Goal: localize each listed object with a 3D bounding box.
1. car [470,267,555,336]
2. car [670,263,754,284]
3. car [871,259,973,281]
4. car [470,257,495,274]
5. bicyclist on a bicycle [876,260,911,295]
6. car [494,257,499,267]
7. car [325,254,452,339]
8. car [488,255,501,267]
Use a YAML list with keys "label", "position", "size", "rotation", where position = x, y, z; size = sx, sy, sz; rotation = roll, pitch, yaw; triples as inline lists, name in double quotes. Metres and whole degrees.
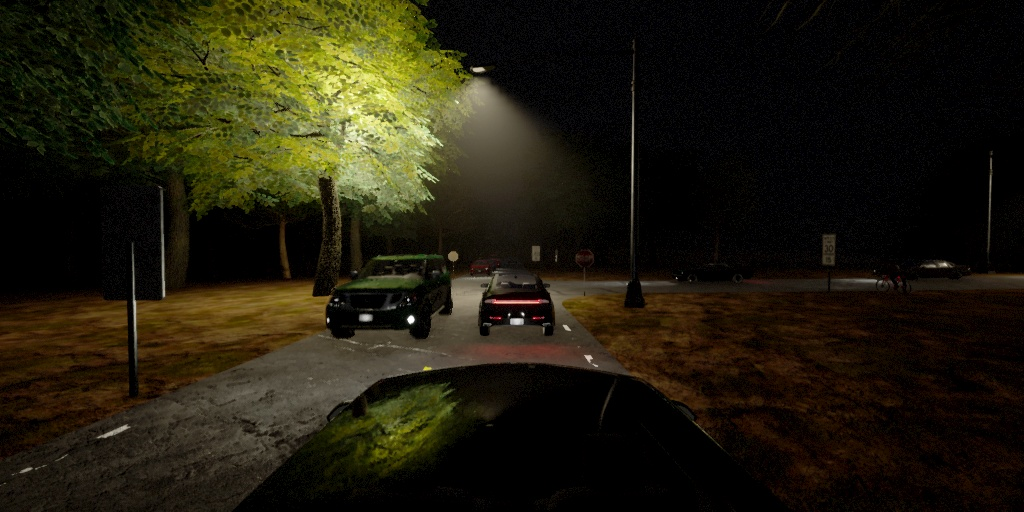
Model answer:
- label: "car"
  position: [0.113, 1.235, 10.360]
  size: [2.128, 1.511, 4.902]
  rotation: [0, 0, 0]
- label: "car"
  position: [13.274, 1.141, 24.065]
  size: [4.718, 1.301, 1.895]
  rotation: [-1, 1, 2]
- label: "car"
  position: [27.489, 0.907, 24.105]
  size: [5.357, 1.411, 2.033]
  rotation: [-1, 1, -3]
- label: "car"
  position: [-3.016, 1.151, 35.728]
  size: [1.882, 1.535, 5.008]
  rotation: [1, 0, 0]
- label: "bicyclist on a bicycle"
  position: [18.570, 1.038, 17.492]
  size: [0.582, 1.620, 1.656]
  rotation: [-1, 0, 0]
- label: "car"
  position: [-3.021, 1.171, 46.699]
  size: [1.812, 1.442, 4.674]
  rotation: [0, 0, 0]
- label: "car"
  position: [-3.147, 0.964, 10.442]
  size: [2.150, 2.045, 5.566]
  rotation: [0, 0, 0]
- label: "car"
  position: [-2.955, 0.813, 57.108]
  size: [2.150, 2.045, 5.566]
  rotation: [0, 0, 1]
